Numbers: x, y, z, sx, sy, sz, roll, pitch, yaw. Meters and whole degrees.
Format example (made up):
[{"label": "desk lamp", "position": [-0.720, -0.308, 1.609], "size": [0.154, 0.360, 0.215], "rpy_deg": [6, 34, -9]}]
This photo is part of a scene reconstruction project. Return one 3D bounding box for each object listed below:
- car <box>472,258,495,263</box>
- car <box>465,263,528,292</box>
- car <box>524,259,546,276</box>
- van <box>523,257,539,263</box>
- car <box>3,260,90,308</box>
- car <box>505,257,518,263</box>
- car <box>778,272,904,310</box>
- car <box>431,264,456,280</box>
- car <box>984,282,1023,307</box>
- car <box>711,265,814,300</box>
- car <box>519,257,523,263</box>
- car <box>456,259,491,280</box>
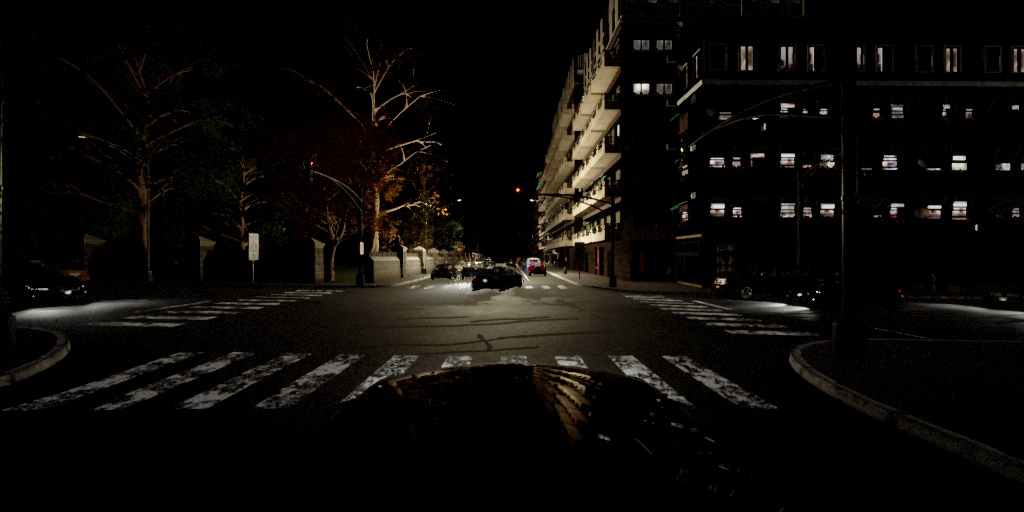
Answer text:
[{"label": "car", "position": [-3.286, 1.279, 41.337], "size": [1.837, 1.490, 4.892], "rpy_deg": [0, 0, 0]}, {"label": "car", "position": [-0.796, 1.321, 21.436], "size": [1.994, 1.385, 4.181], "rpy_deg": [0, 0, 20]}, {"label": "car", "position": [2.522, 1.314, 36.880], "size": [1.888, 1.381, 4.507], "rpy_deg": [0, 0, 0]}, {"label": "van", "position": [2.495, 1.115, 42.510], "size": [1.690, 1.789, 3.998], "rpy_deg": [0, 0, 0]}, {"label": "car", "position": [-18.202, 0.950, 12.718], "size": [4.892, 1.490, 1.837], "rpy_deg": [2, 0, -1]}, {"label": "car", "position": [-0.188, 1.349, 61.021], "size": [2.033, 1.411, 5.357], "rpy_deg": [0, 0, -1]}, {"label": "car", "position": [15.112, 1.623, 16.398], "size": [4.181, 1.385, 1.994], "rpy_deg": [1, 0, -1]}, {"label": "car", "position": [-5.831, 1.330, 31.209], "size": [1.948, 1.339, 4.313], "rpy_deg": [0, 0, 0]}, {"label": "car", "position": [24.948, 1.764, 16.545], "size": [4.674, 1.442, 1.812], "rpy_deg": [1, 0, -1]}, {"label": "car", "position": [13.369, 1.353, 18.961], "size": [5.009, 1.841, 2.192], "rpy_deg": [0, 0, -1]}, {"label": "car", "position": [2.439, 1.229, 53.770], "size": [1.967, 1.591, 4.097], "rpy_deg": [0, 0, 0]}, {"label": "car", "position": [-3.234, 1.255, 31.038], "size": [2.128, 1.511, 4.902], "rpy_deg": [0, 0, 0]}]
